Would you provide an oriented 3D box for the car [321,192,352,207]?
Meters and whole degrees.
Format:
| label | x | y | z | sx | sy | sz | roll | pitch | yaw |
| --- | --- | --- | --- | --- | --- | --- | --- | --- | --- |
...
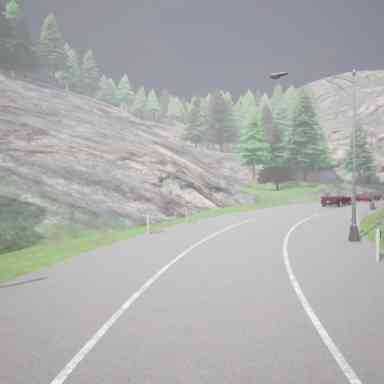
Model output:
| label | x | y | z | sx | sy | sz | roll | pitch | yaw |
| --- | --- | --- | --- | --- | --- | --- | --- | --- | --- |
| car | 15.915 | 0.784 | 36.542 | 1.882 | 1.535 | 5.008 | 0 | 2 | 44 |

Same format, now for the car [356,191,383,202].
| label | x | y | z | sx | sy | sz | roll | pitch | yaw |
| --- | --- | --- | --- | --- | --- | --- | --- | --- | --- |
| car | 23.173 | 0.503 | 43.309 | 4.181 | 1.385 | 1.994 | -3 | 2 | -36 |
